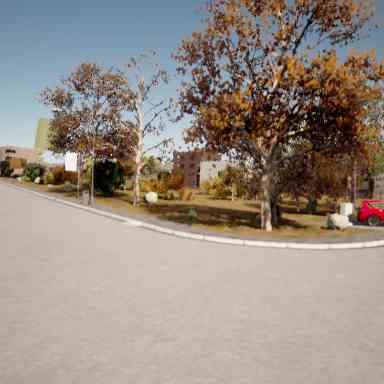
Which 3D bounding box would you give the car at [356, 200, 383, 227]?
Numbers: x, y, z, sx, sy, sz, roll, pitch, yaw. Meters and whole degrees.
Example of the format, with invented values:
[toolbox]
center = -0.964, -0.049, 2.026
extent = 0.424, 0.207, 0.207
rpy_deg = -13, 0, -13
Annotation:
[car]
center = 15.629, 1.665, 25.355
extent = 5.566, 2.045, 2.435
rpy_deg = -1, -2, 32
